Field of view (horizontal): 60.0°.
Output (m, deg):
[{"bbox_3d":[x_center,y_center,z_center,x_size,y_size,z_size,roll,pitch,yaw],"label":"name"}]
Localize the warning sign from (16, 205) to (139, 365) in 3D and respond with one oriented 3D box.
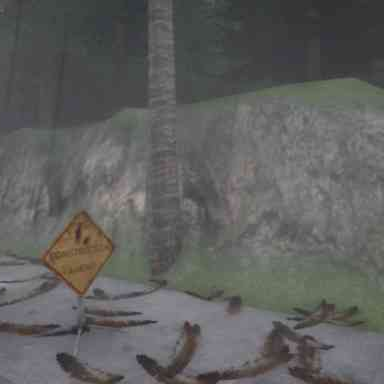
[{"bbox_3d":[-1.627,1.155,4.846,1.060,1.860,1.300,-1,0,35],"label":"warning sign"}]
